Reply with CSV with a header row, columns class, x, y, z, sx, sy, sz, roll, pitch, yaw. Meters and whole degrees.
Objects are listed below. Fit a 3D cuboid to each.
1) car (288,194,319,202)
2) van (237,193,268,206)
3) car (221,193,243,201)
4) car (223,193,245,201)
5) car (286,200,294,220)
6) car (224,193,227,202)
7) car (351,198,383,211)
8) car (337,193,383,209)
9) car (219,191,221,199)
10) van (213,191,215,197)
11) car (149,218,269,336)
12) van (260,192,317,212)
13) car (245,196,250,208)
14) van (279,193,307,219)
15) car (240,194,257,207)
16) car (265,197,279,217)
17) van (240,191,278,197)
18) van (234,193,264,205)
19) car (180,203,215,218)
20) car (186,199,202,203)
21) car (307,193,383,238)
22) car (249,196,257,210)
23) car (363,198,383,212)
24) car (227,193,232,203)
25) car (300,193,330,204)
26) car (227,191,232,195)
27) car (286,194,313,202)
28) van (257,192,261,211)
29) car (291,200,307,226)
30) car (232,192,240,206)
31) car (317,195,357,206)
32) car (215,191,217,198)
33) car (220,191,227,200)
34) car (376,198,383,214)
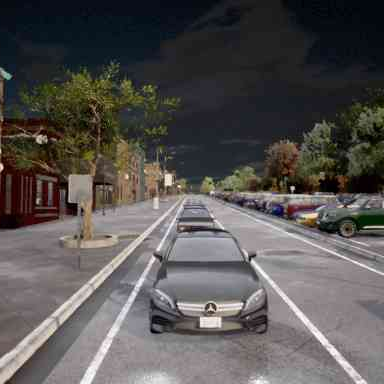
class,x,y,z,sx,sy,sz,roll,pitch,yaw
car,21.823,1.207,65.250,5.366,1.575,1.946,0,1,0
van,9.150,1.112,50.742,4.442,1.987,1.878,0,1,0
car,8.839,1.012,73.166,4.553,1.767,2.185,0,1,0
car,8.860,1.037,70.363,4.553,1.767,2.185,0,1,0
car,9.239,1.506,22.702,4.674,1.452,2.002,0,0,0
car,8.949,1.278,61.956,4.674,1.452,2.002,0,1,0
car,22.218,1.451,40.271,4.792,1.488,2.163,0,0,0
car,22.141,1.152,43.044,5.566,2.045,2.435,0,0,0
car,8.883,0.937,67.559,5.566,2.045,2.435,0,1,0
van,8.632,0.762,89.983,4.442,1.987,1.878,0,1,0
car,0.251,1.524,6.888,1.812,1.442,4.674,0,0,0
van,9.059,1.230,31.114,4.442,1.987,1.878,0,0,0
car,9.112,1.465,39.528,4.674,1.452,2.002,0,0,0
van,9.333,1.237,25.505,4.442,1.987,1.878,0,0,0
car,9.101,1.408,42.331,4.892,1.521,2.231,0,0,0
car,9.191,1.459,28.308,5.008,1.535,2.097,0,0,0
van,9.191,1.162,45.137,4.442,1.987,1.878,0,0,0
van,9.130,1.087,53.545,4.442,1.987,1.878,0,1,0
car,0.191,1.532,17.467,2.033,1.411,5.357,0,0,0
car,0.215,1.441,30.021,2.128,1.511,4.902,0,0,0
car,9.249,1.220,17.094,5.566,2.045,2.435,0,0,0
car,9.164,1.469,36.720,4.792,1.488,2.163,0,0,0
car,22.180,1.468,37.488,4.792,1.488,2.163,0,0,0
car,8.986,1.289,56.349,4.892,1.521,2.231,0,1,0
car,22.079,1.134,59.700,4.553,1.767,2.185,0,1,0
car,9.004,1.138,59.151,4.553,1.767,2.185,0,1,0
car,21.994,1.187,68.028,4.892,1.521,2.231,0,1,0
van,9.272,1.222,33.917,4.442,1.987,1.878,0,0,0
car,9.072,1.466,19.897,5.366,1.575,1.946,0,0,0
car,9.026,1.112,47.936,5.566,2.045,2.435,0,1,0
car,22.295,1.331,51.374,5.366,1.575,1.946,0,1,0
car,8.805,1.063,81.577,5.008,1.535,2.097,0,1,0
car,8.903,0.962,64.756,5.566,2.045,2.435,0,1,0
car,22.414,1.443,34.717,5.366,1.575,1.946,0,0,0
